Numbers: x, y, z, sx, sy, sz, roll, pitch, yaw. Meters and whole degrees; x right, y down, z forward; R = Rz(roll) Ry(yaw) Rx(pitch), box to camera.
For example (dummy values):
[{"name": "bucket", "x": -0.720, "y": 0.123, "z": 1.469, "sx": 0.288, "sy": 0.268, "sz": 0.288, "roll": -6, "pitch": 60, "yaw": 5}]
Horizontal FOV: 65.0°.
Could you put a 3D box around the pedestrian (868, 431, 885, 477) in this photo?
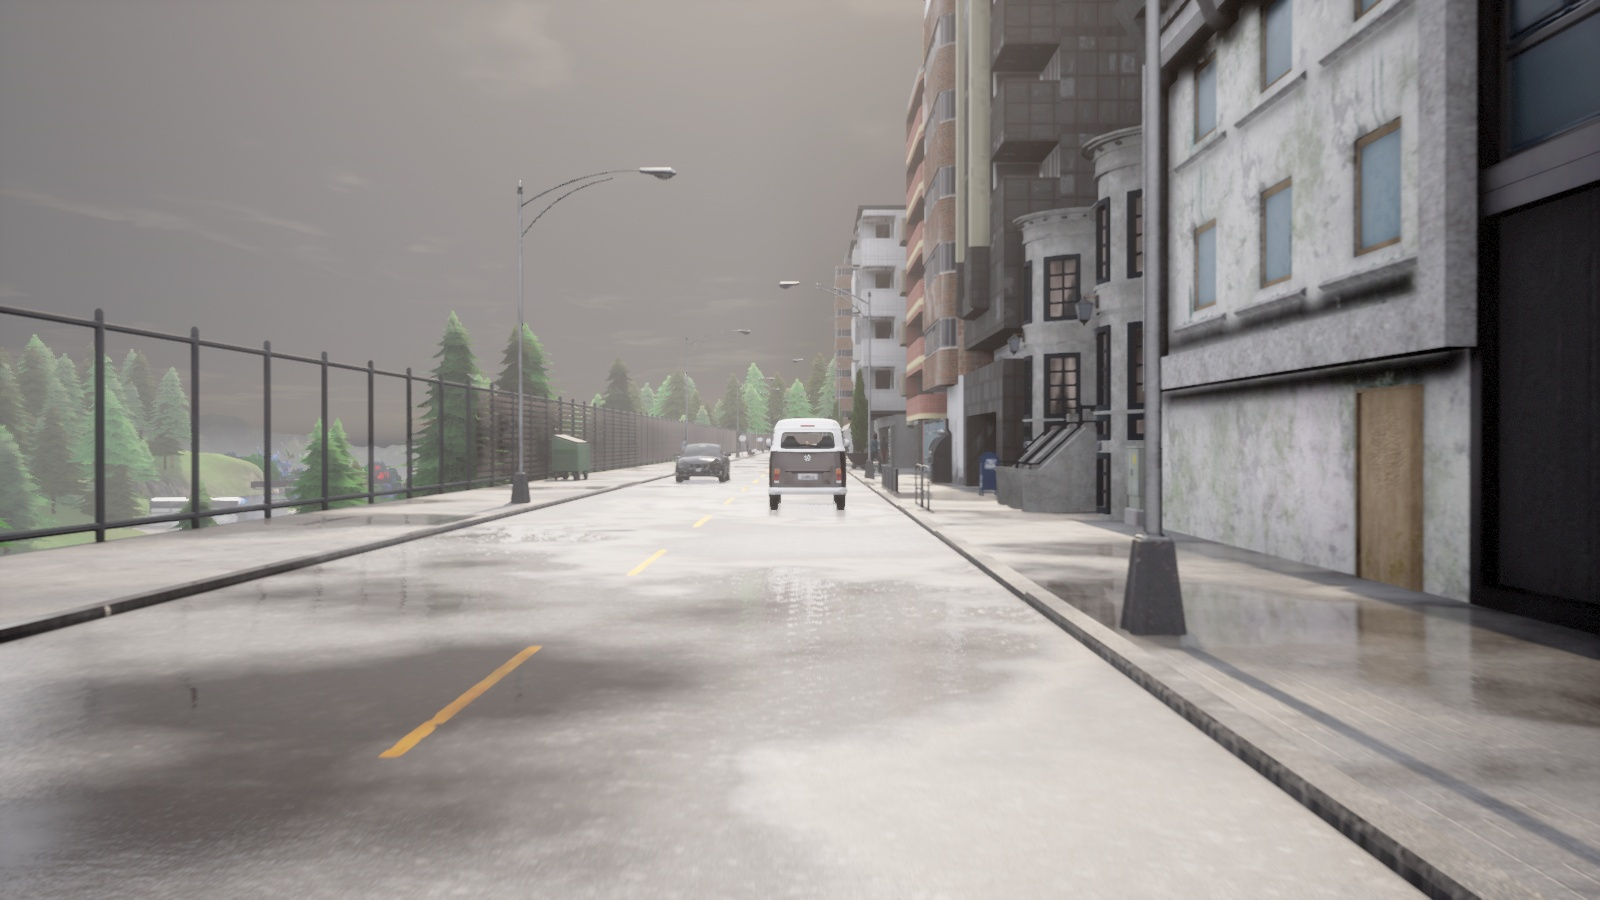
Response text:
[{"name": "pedestrian", "x": 3.186, "y": 0.164, "z": 52.411, "sx": 0.396, "sy": 1.930, "sz": 0.692, "roll": 0, "pitch": 0, "yaw": -33}]

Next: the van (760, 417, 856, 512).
[{"name": "van", "x": 0.178, "y": 0.305, "z": 29.355, "sx": 2.069, "sy": 2.038, "sz": 4.480, "roll": 0, "pitch": 0, "yaw": 0}]

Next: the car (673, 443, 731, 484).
[{"name": "car", "x": -3.715, "y": 0.476, "z": 48.245, "sx": 1.837, "sy": 1.490, "sz": 4.892, "roll": 0, "pitch": 0, "yaw": 0}]
